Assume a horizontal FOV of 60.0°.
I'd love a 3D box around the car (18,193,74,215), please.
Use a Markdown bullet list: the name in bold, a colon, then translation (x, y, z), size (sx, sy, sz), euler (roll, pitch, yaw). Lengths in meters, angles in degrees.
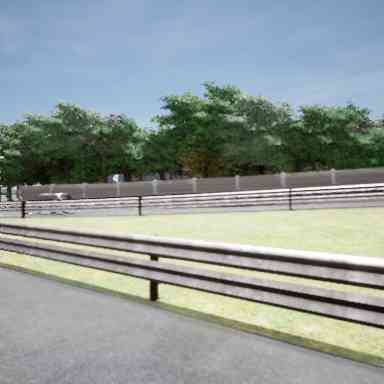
- **car**: translation (-14.421, 1.206, 32.864), size (5.566, 2.045, 2.150), euler (-2, -1, 15)
